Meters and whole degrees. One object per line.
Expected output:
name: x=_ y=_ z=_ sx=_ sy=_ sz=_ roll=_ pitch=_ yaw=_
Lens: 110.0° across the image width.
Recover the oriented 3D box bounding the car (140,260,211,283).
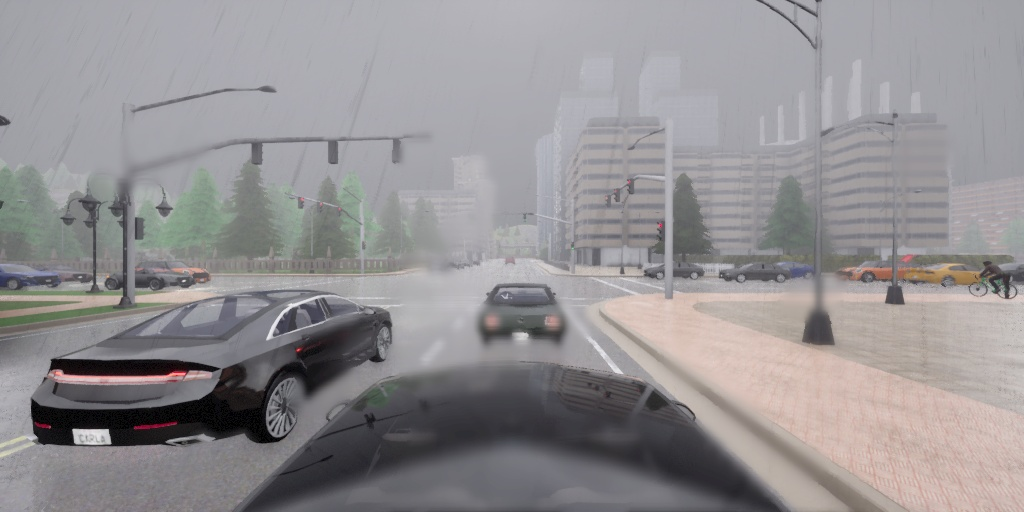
car: x=-23.886 y=1.102 z=25.113 sx=4.553 sy=1.767 sz=2.097 roll=0 pitch=0 yaw=2

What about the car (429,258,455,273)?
car: x=-8.861 y=1.241 z=44.299 sx=2.128 sy=1.511 sz=4.902 roll=0 pitch=0 yaw=2

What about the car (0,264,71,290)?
car: x=-30.622 y=1.228 z=21.843 sx=5.008 sy=1.535 sz=1.882 roll=0 pitch=0 yaw=2

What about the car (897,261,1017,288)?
car: x=28.838 y=1.227 z=23.358 sx=5.008 sy=1.535 sz=1.882 roll=0 pitch=0 yaw=2

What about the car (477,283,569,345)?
car: x=0.263 y=1.351 z=9.465 sx=1.895 sy=1.301 sz=4.718 roll=0 pitch=0 yaw=1

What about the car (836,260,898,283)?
car: x=27.417 y=1.102 z=27.107 sx=4.553 sy=1.767 sz=2.097 roll=0 pitch=0 yaw=2

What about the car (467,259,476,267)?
car: x=-8.150 y=1.255 z=64.164 sx=1.837 sy=1.490 sz=4.892 roll=0 pitch=0 yaw=3

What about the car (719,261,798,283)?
car: x=18.485 y=1.255 z=27.406 sx=4.892 sy=1.490 sz=1.837 roll=0 pitch=0 yaw=2

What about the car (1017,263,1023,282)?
car: x=37.532 y=1.228 z=26.761 sx=5.008 sy=1.535 sz=1.882 roll=0 pitch=0 yaw=2

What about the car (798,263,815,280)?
car: x=23.311 y=1.228 z=30.748 sx=5.008 sy=1.535 sz=1.882 roll=0 pitch=0 yaw=2

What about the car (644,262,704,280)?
car: x=13.964 y=1.255 z=31.057 sx=4.892 sy=1.490 sz=1.837 roll=0 pitch=0 yaw=2

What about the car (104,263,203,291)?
car: x=-21.634 y=1.314 z=21.533 sx=4.181 sy=1.385 sz=1.994 roll=0 pitch=0 yaw=2

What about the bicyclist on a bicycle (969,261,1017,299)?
bicyclist on a bicycle: x=21.182 y=1.051 z=15.827 sx=0.582 sy=1.620 sz=1.656 roll=0 pitch=0 yaw=2

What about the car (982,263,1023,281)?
car: x=43.478 y=1.297 z=30.047 sx=5.357 sy=1.411 sz=2.033 roll=0 pitch=0 yaw=2

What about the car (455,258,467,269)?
car: x=-8.525 y=1.102 z=54.027 sx=2.097 sy=1.767 sz=4.553 roll=0 pitch=0 yaw=2

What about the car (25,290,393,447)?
car: x=-3.330 y=1.242 z=5.312 sx=2.128 sy=1.511 sz=4.902 roll=0 pitch=0 yaw=1

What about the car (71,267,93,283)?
car: x=-32.519 y=1.314 z=25.411 sx=4.181 sy=1.385 sz=1.994 roll=0 pitch=0 yaw=2
